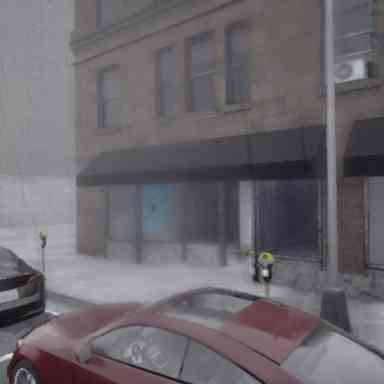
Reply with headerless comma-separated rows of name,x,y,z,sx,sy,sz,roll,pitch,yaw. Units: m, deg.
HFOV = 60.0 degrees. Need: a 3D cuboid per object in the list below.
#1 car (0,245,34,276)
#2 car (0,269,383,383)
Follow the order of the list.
car,-4.515,1.662,6.305,4.313,1.339,1.947,-1,-1,36
car,-0.020,1.605,3.096,4.206,1.307,1.802,-1,-1,36
